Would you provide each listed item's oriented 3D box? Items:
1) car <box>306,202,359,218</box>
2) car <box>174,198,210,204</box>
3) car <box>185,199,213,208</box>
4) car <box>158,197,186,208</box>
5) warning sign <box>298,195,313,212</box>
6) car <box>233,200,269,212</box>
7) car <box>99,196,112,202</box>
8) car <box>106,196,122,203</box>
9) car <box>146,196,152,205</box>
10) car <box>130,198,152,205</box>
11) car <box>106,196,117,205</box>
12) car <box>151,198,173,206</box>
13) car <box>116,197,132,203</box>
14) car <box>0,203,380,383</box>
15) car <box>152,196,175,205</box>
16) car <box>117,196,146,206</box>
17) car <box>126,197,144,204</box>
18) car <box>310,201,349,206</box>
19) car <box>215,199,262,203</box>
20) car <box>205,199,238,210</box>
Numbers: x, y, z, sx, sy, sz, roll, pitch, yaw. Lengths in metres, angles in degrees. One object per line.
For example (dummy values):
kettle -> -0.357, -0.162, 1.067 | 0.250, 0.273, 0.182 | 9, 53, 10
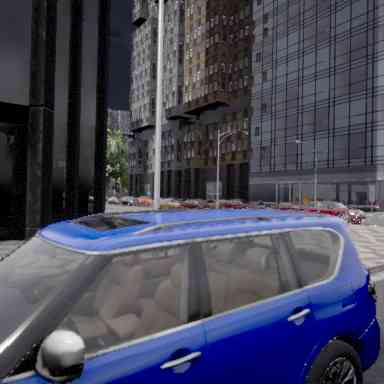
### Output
car -> 13.678, 1.726, 32.585 | 1.947, 1.339, 4.313 | 2, -1, -35
car -> 0.370, 1.486, 36.589 | 1.887, 1.381, 4.507 | 2, -1, -35
car -> 0.954, 1.724, 50.467 | 2.008, 1.369, 4.403 | 2, -1, -35
car -> -3.210, 1.594, 51.630 | 2.128, 1.511, 4.902 | 2, -1, -35
warning sign -> 12.855, 1.339, 37.739 | 1.300, 1.860, 1.060 | 2, -1, -35
car -> 7.316, 1.732, 41.526 | 1.947, 1.339, 4.313 | 2, -1, -35
car -> -21.316, 1.757, 81.760 | 1.802, 1.307, 4.206 | 2, -1, -35
car -> -18.232, 1.701, 77.429 | 1.752, 1.417, 4.829 | 2, -1, -35
car -> -6.560, 1.373, 51.035 | 2.097, 1.767, 4.553 | 2, -1, -35
car -> -9.296, 1.705, 60.105 | 1.895, 1.301, 4.718 | 2, -1, -35
car -> -12.358, 1.533, 54.473 | 1.802, 1.307, 4.206 | 2, -1, -35
car -> -5.409, 1.727, 59.408 | 2.008, 1.369, 4.403 | 2, -1, -35
car -> -14.953, 1.742, 72.819 | 1.947, 1.339, 4.313 | 2, -1, -35
car -> -0.566, 1.223, 2.932 | 5.566, 2.045, 2.150 | 0, 0, -35
car -> -2.713, 1.470, 40.922 | 1.752, 1.417, 4.829 | 2, -1, -35
car -> -9.173, 1.390, 50.004 | 1.967, 1.590, 4.097 | 2, -1, -35
car -> -11.772, 1.742, 68.349 | 1.947, 1.339, 4.313 | 2, -1, -35
car -> 9.900, 1.371, 23.203 | 1.967, 1.590, 4.097 | 2, -1, -36
car -> 4.972, 1.487, 34.721 | 1.882, 1.535, 5.008 | 2, -1, -35
car -> 4.037, 1.695, 46.136 | 1.752, 1.417, 4.829 | 2, -1, -35
